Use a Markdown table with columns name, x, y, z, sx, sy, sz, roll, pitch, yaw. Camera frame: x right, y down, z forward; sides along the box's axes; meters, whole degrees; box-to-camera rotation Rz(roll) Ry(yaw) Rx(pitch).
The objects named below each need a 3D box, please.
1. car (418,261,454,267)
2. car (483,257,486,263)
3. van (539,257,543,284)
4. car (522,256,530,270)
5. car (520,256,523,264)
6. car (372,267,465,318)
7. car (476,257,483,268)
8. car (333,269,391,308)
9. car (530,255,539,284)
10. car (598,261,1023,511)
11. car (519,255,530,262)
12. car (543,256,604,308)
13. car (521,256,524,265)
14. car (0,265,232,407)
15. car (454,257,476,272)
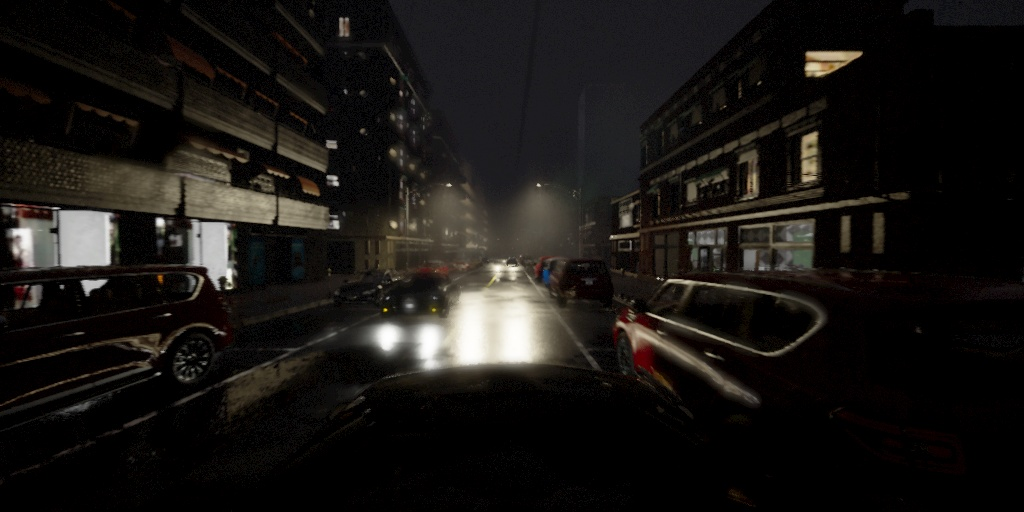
| name | x | y | z | sx | sy | sz | roll | pitch | yaw |
| --- | --- | --- | --- | --- | --- | --- | --- | --- | --- |
| car | -5.687 | 1.073 | 25.623 | 1.967 | 1.591 | 4.097 | 0 | 0 | 0 |
| car | -5.681 | 0.911 | 57.848 | 1.967 | 1.591 | 4.097 | 0 | 0 | 0 |
| van | 2.693 | 1.001 | 20.207 | 1.690 | 1.789 | 3.998 | 0 | 0 | 0 |
| car | 2.698 | 1.088 | 46.745 | 2.007 | 1.370 | 4.403 | 0 | 0 | 0 |
| car | 2.666 | 1.037 | 57.896 | 1.948 | 1.339 | 4.313 | 0 | 0 | 0 |
| car | -2.998 | 1.263 | 12.487 | 1.994 | 1.385 | 4.181 | 0 | 0 | 0 |
| car | -5.683 | 1.025 | 52.098 | 1.751 | 1.417 | 4.829 | 0 | 0 | 0 |
| car | -5.689 | 1.237 | 14.809 | 2.007 | 1.370 | 4.403 | 0 | 0 | 0 |
| car | 2.694 | 0.948 | 25.615 | 2.192 | 1.841 | 5.009 | 0 | 0 | 0 |
| car | 2.690 | 1.054 | 3.986 | 2.192 | 1.841 | 5.009 | 0 | 0 | 0 |
| car | 2.667 | 0.757 | 63.476 | 2.192 | 1.841 | 5.009 | 0 | 0 | 0 |
| car | 2.692 | 1.002 | 14.800 | 2.192 | 1.841 | 5.009 | 0 | 0 | 0 |
| car | 2.665 | 1.066 | 52.317 | 1.948 | 1.339 | 4.313 | 0 | 0 | 0 |
| car | -5.691 | 1.053 | 3.995 | 2.192 | 1.841 | 5.009 | 0 | 0 | 0 |
| car | -5.685 | 0.992 | 41.845 | 1.967 | 1.591 | 4.097 | 0 | 0 | 0 |
